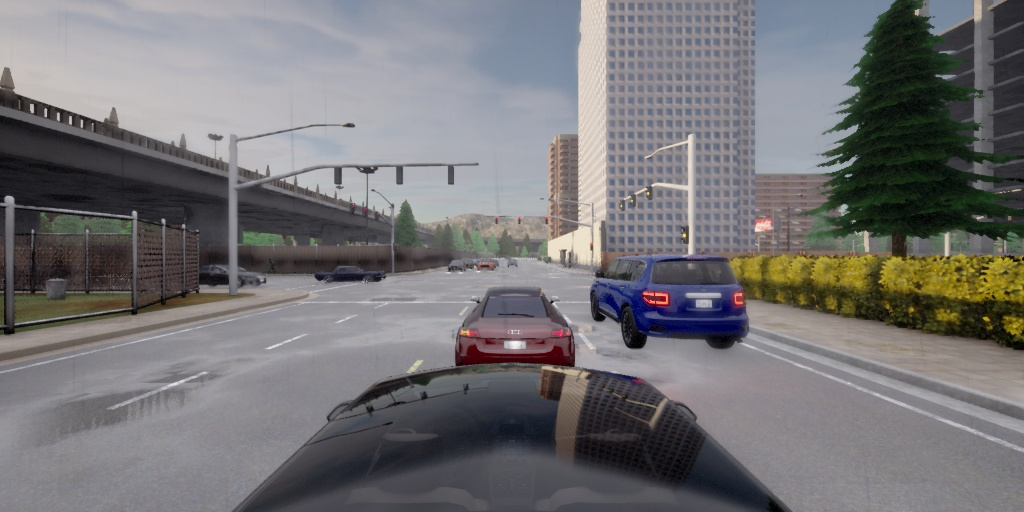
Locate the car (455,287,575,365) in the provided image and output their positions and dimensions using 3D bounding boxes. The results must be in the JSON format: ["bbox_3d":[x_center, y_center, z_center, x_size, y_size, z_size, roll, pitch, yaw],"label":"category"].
[{"bbox_3d":[0.062,1.314,7.430,1.994,1.385,4.181,0,0,0],"label":"car"}]

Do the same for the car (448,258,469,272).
[{"bbox_3d":[-7.103,1.255,46.656,1.837,1.490,4.892,0,0,0],"label":"car"}]

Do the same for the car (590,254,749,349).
[{"bbox_3d":[3.567,0.971,9.297,2.150,2.045,5.566,0,0,1],"label":"car"}]

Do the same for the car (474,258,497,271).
[{"bbox_3d":[-3.598,1.102,49.800,2.097,1.767,4.553,0,0,0],"label":"car"}]

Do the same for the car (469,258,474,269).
[{"bbox_3d":[-7.101,1.102,55.540,2.097,1.767,4.553,0,0,0],"label":"car"}]

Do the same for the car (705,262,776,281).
[{"bbox_3d":[19.301,1.310,30.438,4.892,1.490,1.837,0,0,0],"label":"car"}]

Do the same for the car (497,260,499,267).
[{"bbox_3d":[-3.595,1.242,58.872,2.128,1.511,4.902,0,0,0],"label":"car"}]

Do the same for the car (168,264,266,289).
[{"bbox_3d":[-18.600,1.297,23.150,4.902,1.511,2.128,0,0,0],"label":"car"}]

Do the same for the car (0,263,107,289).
[{"bbox_3d":[-29.146,1.297,23.126,4.902,1.511,2.128,0,0,0],"label":"car"}]

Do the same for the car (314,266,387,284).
[{"bbox_3d":[-11.882,1.386,26.666,4.718,1.301,1.895,-1,0,0],"label":"car"}]

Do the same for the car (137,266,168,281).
[{"bbox_3d":[-25.376,1.331,26.654,4.674,1.442,1.812,0,0,0],"label":"car"}]

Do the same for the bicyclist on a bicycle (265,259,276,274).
[{"bbox_3d":[-25.306,1.106,37.617,0.582,1.620,1.656,0,0,0],"label":"bicyclist on a bicycle"}]
